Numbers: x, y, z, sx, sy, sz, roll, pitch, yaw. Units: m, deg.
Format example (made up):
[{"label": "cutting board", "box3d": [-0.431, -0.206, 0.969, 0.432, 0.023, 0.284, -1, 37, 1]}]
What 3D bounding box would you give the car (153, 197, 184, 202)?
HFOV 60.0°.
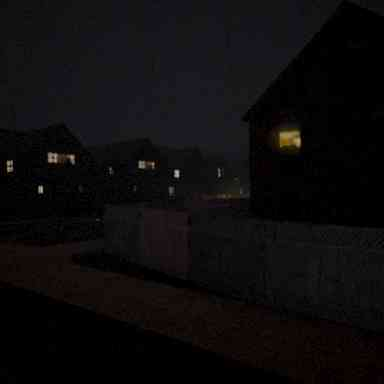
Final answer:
[{"label": "car", "box3d": [-2.119, 1.227, 26.625, 1.837, 1.490, 4.892, -1, 0, 36]}]
